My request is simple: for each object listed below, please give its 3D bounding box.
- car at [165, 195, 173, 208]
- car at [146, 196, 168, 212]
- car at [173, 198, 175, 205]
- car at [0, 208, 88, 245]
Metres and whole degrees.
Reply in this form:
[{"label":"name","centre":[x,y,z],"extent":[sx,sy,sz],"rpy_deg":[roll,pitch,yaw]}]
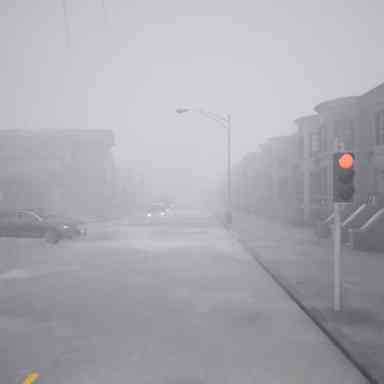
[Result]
[{"label":"car","centre":[-4.160,1.505,48.619],"extent":[1.837,1.490,4.892],"rpy_deg":[0,0,0]},{"label":"car","centre":[-4.158,1.526,39.433],"extent":[1.812,1.442,4.674],"rpy_deg":[0,0,-1]},{"label":"car","centre":[-4.143,1.352,58.411],"extent":[2.097,1.767,4.553],"rpy_deg":[0,0,0]},{"label":"car","centre":[-7.256,1.492,15.274],"extent":[4.902,1.511,2.128],"rpy_deg":[0,0,12]}]
